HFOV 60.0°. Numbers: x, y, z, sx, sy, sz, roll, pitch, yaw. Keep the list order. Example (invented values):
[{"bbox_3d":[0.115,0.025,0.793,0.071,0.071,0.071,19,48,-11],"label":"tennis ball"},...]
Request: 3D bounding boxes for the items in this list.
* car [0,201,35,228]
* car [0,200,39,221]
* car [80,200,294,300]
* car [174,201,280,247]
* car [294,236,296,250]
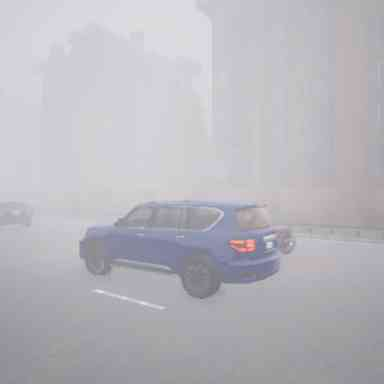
[{"bbox_3d":[-12.391,1.341,21.407,4.553,1.767,2.097,0,0,35],"label":"car"},{"bbox_3d":[-15.035,1.479,27.590,4.902,1.511,2.128,0,0,35],"label":"car"},{"bbox_3d":[-0.514,1.219,8.654,5.566,2.045,2.150,0,0,35],"label":"car"},{"bbox_3d":[1.572,1.348,15.762,4.553,1.767,2.097,0,0,35],"label":"car"},{"bbox_3d":[1.082,1.475,11.813,5.008,1.535,1.882,0,0,35],"label":"car"}]
